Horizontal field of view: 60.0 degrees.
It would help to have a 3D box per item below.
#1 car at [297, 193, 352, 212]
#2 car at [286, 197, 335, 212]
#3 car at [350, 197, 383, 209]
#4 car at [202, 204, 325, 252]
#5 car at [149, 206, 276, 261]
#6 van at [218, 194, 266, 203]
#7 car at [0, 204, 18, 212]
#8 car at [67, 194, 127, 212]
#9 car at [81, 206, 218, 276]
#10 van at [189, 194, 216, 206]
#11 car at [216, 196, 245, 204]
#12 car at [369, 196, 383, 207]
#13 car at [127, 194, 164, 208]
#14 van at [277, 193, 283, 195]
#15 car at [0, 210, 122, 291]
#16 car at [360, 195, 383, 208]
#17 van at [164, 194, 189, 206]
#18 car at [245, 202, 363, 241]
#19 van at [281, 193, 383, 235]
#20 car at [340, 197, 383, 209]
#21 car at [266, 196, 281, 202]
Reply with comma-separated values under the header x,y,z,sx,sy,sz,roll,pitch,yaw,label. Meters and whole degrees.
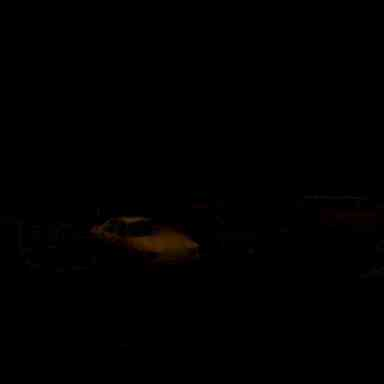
x,y,z,sx,sy,sz,roll,pitch,yaw,label
15.524,1.130,39.273,2.435,2.045,5.566,0,0,-35,car
13.298,1.403,37.623,2.163,1.488,4.792,0,0,-35,car
24.591,1.443,45.640,2.163,1.488,4.792,0,0,-35,car
2.739,1.473,14.084,2.163,1.488,4.792,0,0,-35,car
0.475,1.489,12.477,2.163,1.488,4.792,0,0,-35,car
4.328,1.153,31.157,1.878,1.987,4.442,0,0,-36,van
-11.555,1.489,20.007,2.097,1.535,5.008,0,0,-35,car
-7.025,1.206,23.195,2.435,2.045,5.566,0,0,-35,car
-1.699,1.472,10.743,1.946,1.575,5.366,0,0,-35,car
-0.332,1.183,28.124,1.878,1.987,4.442,0,0,-35,van
1.992,1.392,29.637,2.097,1.535,5.008,0,0,-35,car
28.994,1.429,48.795,2.097,1.535,5.008,0,0,-35,car
-4.766,1.190,24.799,2.435,2.045,5.566,0,0,-35,car
10.855,1.142,36.066,1.878,1.987,4.442,0,0,-35,van
-4.073,1.493,9.292,2.231,1.521,4.892,0,0,-35,car
26.714,1.296,47.221,2.185,1.767,4.553,0,0,-35,car
-2.456,1.199,26.330,1.878,1.987,4.442,0,0,-35,van
5.002,1.457,15.692,2.163,1.488,4.792,0,0,-35,car
7.180,1.185,17.417,1.878,1.987,4.442,0,0,-35,van
22.317,1.446,44.058,2.002,1.452,4.674,0,0,-35,car
6.493,1.399,32.863,2.163,1.488,4.792,0,0,-35,car
